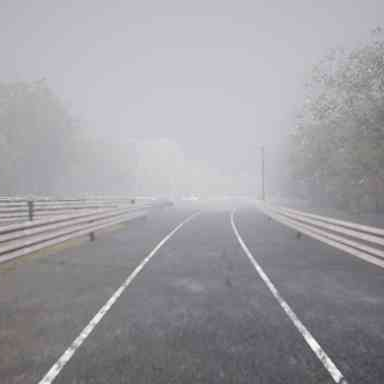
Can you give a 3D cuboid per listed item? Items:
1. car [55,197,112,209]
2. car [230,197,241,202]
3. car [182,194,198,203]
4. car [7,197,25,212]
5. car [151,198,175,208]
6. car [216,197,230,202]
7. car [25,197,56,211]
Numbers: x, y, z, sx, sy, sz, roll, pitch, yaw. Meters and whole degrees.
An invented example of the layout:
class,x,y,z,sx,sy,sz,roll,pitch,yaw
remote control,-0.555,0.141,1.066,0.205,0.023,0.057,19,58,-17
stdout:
class,x,y,z,sx,sy,sz,roll,pitch,yaw
car,-9.171,1.252,29.526,2.033,1.411,5.357,0,-1,20
car,11.779,2.040,88.325,2.033,1.411,5.357,0,-1,20
car,-0.358,1.489,75.064,2.150,2.045,5.566,0,-1,20
car,-15.723,1.211,32.010,1.812,1.442,4.674,0,-1,20
car,-3.852,1.496,44.298,1.994,1.385,4.181,1,-1,20
car,7.819,1.942,87.630,1.882,1.535,5.008,0,-1,20
car,-12.444,1.173,30.786,1.882,1.535,5.008,0,-1,20
